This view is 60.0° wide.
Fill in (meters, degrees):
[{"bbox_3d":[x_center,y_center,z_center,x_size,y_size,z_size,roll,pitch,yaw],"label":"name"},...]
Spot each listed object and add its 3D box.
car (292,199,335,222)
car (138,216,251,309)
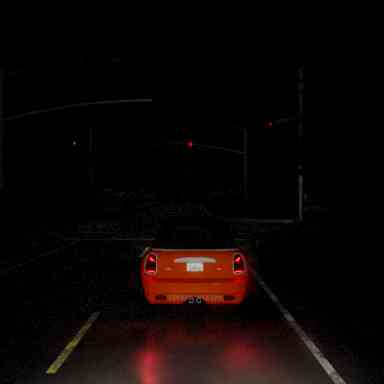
[{"bbox_3d":[10.124,1.336,25.584,4.553,1.767,2.097,0,0,1],"label":"car"},{"bbox_3d":[0.059,1.352,8.026,2.097,1.767,4.553,0,0,0],"label":"car"}]
